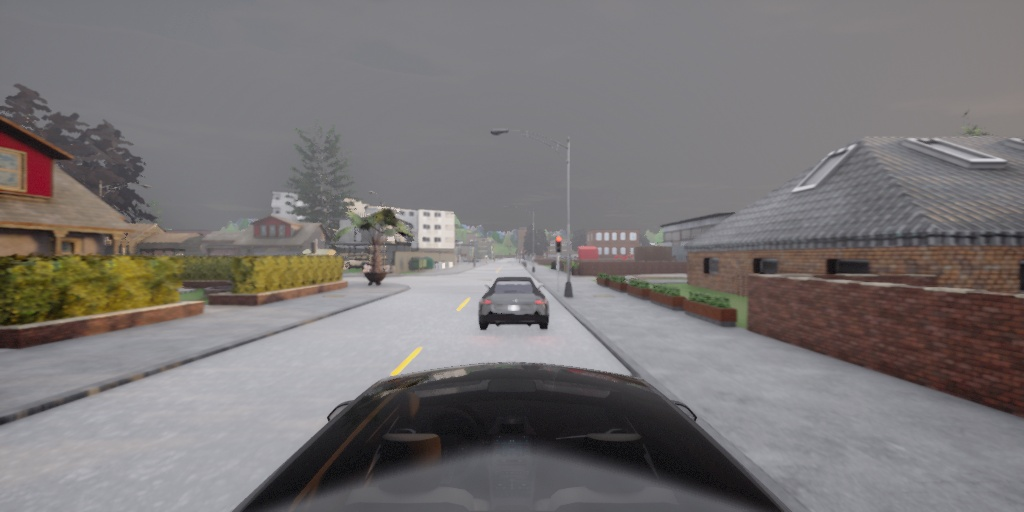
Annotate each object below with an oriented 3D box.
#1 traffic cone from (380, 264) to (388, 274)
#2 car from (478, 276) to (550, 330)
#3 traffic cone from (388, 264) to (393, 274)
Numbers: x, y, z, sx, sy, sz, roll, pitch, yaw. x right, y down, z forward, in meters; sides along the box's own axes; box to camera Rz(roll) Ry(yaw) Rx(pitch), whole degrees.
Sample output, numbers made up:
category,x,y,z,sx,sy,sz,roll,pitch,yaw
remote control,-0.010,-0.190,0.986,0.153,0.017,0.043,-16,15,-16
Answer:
category,x,y,z,sx,sy,sz,roll,pitch,yaw
traffic cone,-15.750,1.571,44.027,0.344,0.586,0.344,0,0,0
car,0.059,1.314,11.212,1.994,1.385,4.181,0,0,0
traffic cone,-15.389,1.568,44.597,0.344,0.586,0.344,0,0,0
